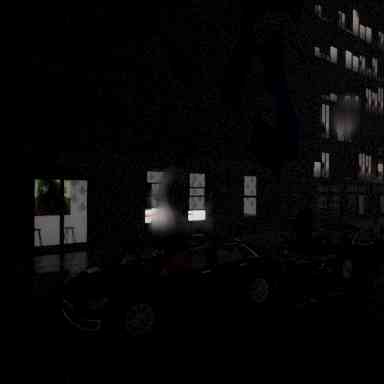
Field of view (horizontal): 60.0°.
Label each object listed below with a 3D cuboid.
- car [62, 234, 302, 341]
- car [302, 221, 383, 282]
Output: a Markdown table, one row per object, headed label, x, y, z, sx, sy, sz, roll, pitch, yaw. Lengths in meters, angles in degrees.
| label | x | y | z | sx | sy | sz | roll | pitch | yaw |
| --- | --- | --- | --- | --- | --- | --- | --- | --- | --- |
| car | -0.162 | 1.551 | 6.420 | 4.403 | 1.369 | 2.008 | 0 | 0 | -35 |
| car | 4.473 | 1.550 | 9.696 | 4.403 | 1.369 | 2.008 | 0 | 0 | -35 |
